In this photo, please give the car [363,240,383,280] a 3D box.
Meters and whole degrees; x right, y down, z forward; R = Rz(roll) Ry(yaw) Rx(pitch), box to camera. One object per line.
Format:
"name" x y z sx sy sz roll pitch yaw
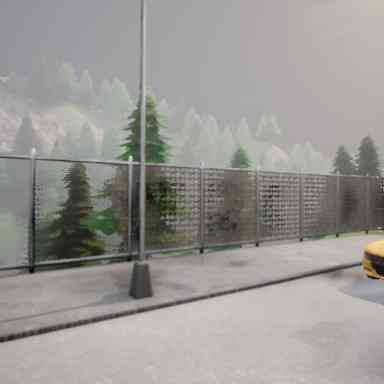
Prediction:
"car" 6.654 1.558 9.052 5.008 1.535 1.882 1 0 -34
